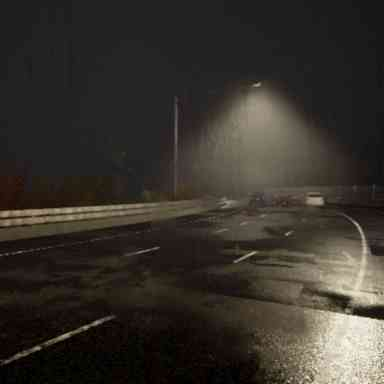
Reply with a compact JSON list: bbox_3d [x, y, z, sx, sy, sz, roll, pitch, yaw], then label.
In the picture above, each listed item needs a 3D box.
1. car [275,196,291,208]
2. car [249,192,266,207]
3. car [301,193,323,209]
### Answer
[{"bbox_3d":[12.622,1.306,46.068,1.882,1.535,5.008,1,0,11],"label":"car"},{"bbox_3d":[9.296,1.012,47.099,2.150,2.045,5.566,1,0,11],"label":"car"},{"bbox_3d":[15.760,1.094,43.750,2.150,2.045,5.566,1,0,12],"label":"car"}]
